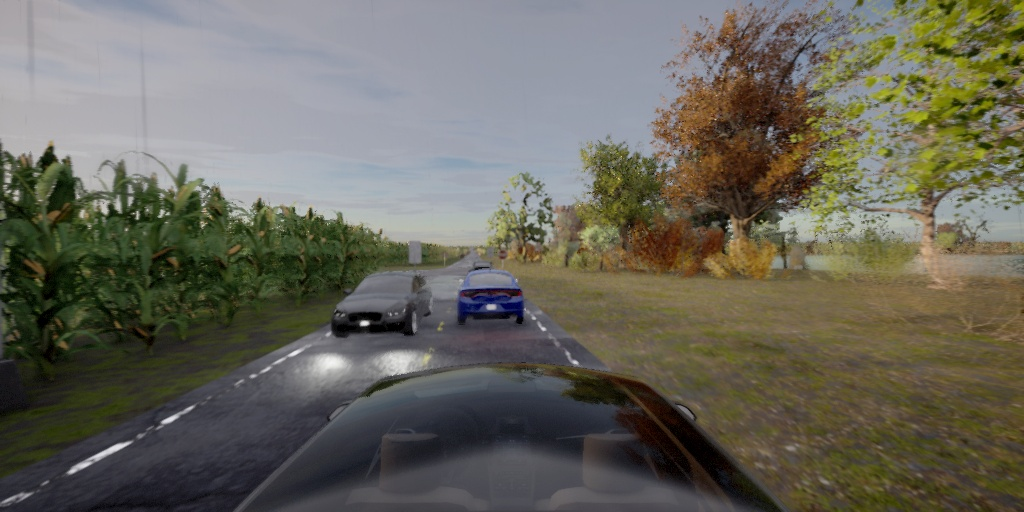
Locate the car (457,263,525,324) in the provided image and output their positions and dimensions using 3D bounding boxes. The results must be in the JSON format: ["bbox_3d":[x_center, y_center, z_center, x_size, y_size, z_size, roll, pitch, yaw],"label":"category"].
[{"bbox_3d":[-0.743,1.171,11.816,1.882,1.535,5.008,0,0,-5],"label":"car"}]

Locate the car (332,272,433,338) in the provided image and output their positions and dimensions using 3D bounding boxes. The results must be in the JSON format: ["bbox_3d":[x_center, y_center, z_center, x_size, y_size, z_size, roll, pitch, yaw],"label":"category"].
[{"bbox_3d":[-3.410,1.229,10.224,1.837,1.490,4.892,0,0,-5],"label":"car"}]

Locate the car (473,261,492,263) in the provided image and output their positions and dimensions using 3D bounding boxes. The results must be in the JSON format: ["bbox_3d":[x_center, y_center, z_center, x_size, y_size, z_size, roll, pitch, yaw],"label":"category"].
[{"bbox_3d":[-2.178,1.106,26.301,1.837,1.490,4.892,0,0,-6],"label":"car"}]
